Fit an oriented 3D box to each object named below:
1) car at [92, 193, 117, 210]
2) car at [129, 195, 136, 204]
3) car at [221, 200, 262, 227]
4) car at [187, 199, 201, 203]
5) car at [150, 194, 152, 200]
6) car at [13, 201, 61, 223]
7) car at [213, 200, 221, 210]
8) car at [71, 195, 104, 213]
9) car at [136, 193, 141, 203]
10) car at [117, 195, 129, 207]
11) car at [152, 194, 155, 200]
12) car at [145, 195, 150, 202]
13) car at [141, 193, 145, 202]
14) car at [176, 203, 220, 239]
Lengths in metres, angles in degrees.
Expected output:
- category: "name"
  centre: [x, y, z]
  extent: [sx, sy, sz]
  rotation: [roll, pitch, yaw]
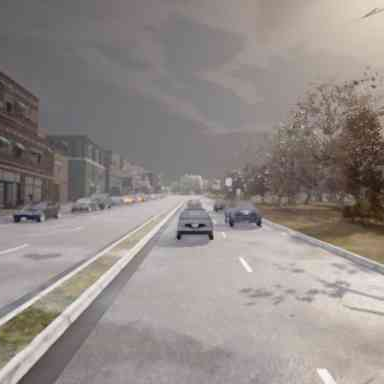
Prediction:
- category: "car"
  centre: [-11.673, 1.182, 42.023]
  extent: [2.435, 2.045, 5.566]
  rotation: [0, 0, 0]
- category: "car"
  centre: [-11.685, 1.442, 58.316]
  extent: [1.946, 1.575, 5.366]
  rotation: [0, 0, 0]
- category: "car"
  centre: [3.433, 1.368, 23.216]
  extent: [2.097, 1.767, 4.553]
  rotation: [0, 0, 0]
- category: "car"
  centre: [0.236, 1.569, 39.513]
  extent: [2.033, 1.411, 5.357]
  rotation: [0, 0, 0]
- category: "car"
  centre: [-11.703, 1.463, 80.732]
  extent: [2.231, 1.521, 4.892]
  rotation: [0, 0, 0]
- category: "car"
  centre: [-11.666, 1.450, 25.445]
  extent: [2.163, 1.488, 4.792]
  rotation: [0, 0, 0]
- category: "car"
  centre: [3.488, 1.626, 38.935]
  extent: [1.895, 1.301, 4.718]
  rotation: [0, 0, 0]
- category: "car"
  centre: [-11.669, 1.430, 36.533]
  extent: [2.231, 1.521, 4.892]
  rotation: [0, 0, 0]
- category: "car"
  centre: [-11.689, 1.324, 64.058]
  extent: [2.185, 1.767, 4.553]
  rotation: [0, 0, 0]
- category: "car"
  centre: [-11.736, 1.441, 51.444]
  extent: [2.231, 1.521, 4.892]
  rotation: [0, 0, 1]
- category: "car"
  centre: [-11.705, 1.467, 86.258]
  extent: [2.231, 1.521, 4.892]
  rotation: [0, 0, 0]
- category: "car"
  centre: [-11.697, 1.206, 75.049]
  extent: [2.435, 2.045, 5.566]
  rotation: [0, 0, 0]
- category: "car"
  centre: [-11.693, 1.450, 69.366]
  extent: [1.946, 1.575, 5.366]
  rotation: [0, 0, 0]
- category: "car"
  centre: [0.148, 1.557, 17.538]
  extent: [2.033, 1.411, 5.357]
  rotation: [0, 0, 0]
